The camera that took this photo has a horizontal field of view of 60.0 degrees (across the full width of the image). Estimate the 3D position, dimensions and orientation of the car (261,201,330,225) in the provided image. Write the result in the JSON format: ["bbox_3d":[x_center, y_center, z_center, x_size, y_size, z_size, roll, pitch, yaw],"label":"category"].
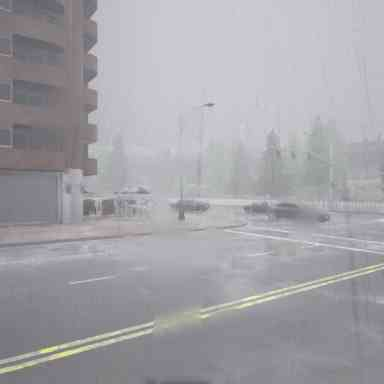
[{"bbox_3d":[7.733,1.465,24.538,1.837,1.490,4.892,0,1,-35],"label":"car"}]

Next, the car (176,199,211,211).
[{"bbox_3d":[0.118,1.545,41.274,1.895,1.301,4.718,0,0,-36],"label":"car"}]

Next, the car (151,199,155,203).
[{"bbox_3d":[-8.834,1.492,56.098,5.357,1.411,2.033,0,0,32],"label":"car"}]

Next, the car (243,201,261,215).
[{"bbox_3d":[7.119,1.545,31.496,1.895,1.301,4.718,0,0,-35],"label":"car"}]

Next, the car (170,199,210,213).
[{"bbox_3d":[-0.367,1.545,36.019,1.895,1.301,4.718,0,0,-35],"label":"car"}]

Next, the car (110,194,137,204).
[{"bbox_3d":[-12.657,1.296,61.634,4.553,1.767,2.097,0,0,23],"label":"car"}]

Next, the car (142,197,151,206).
[{"bbox_3d":[-9.308,1.435,51.740,4.902,1.511,2.128,0,0,35],"label":"car"}]

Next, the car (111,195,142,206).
[{"bbox_3d":[-10.112,1.437,47.969,4.902,1.511,2.128,0,0,38],"label":"car"}]
